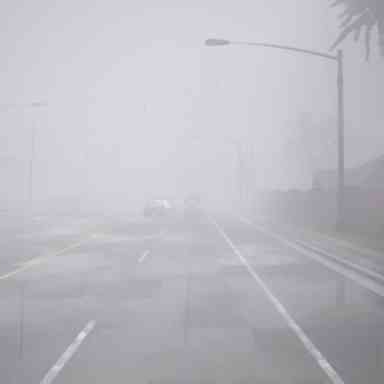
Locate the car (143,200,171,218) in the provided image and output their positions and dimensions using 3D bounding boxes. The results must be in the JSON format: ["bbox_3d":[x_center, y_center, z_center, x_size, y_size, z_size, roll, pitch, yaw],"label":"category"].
[{"bbox_3d":[-3.398,1.725,31.674,1.895,1.301,4.718,0,0,0],"label":"car"}]

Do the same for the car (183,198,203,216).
[{"bbox_3d":[0.108,1.647,33.622,1.812,1.442,4.674,0,0,0],"label":"car"}]

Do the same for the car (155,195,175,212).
[{"bbox_3d":[-3.410,1.352,41.768,2.150,2.045,5.566,0,0,3],"label":"car"}]

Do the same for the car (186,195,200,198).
[{"bbox_3d":[0.107,1.350,43.920,2.150,2.045,5.566,0,0,0],"label":"car"}]
